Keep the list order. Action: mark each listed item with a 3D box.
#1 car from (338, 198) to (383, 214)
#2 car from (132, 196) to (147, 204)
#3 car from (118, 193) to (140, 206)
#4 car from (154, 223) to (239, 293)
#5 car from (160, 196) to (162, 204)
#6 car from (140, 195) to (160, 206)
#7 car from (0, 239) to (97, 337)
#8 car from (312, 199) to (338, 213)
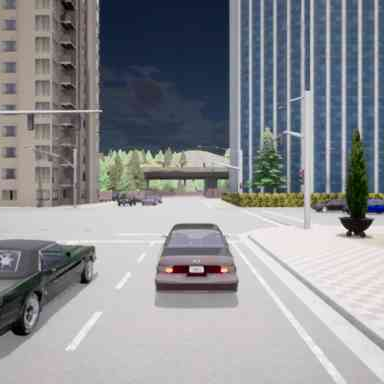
[{"bbox_3d":[17.632,1.467,33.032,5.008,1.535,1.882,0,0,0],"label":"car"},{"bbox_3d":[-10.368,1.527,65.812,2.033,1.411,5.357,0,0,1],"label":"car"},{"bbox_3d":[-10.460,1.205,53.882,2.150,2.045,5.566,0,0,0],"label":"car"},{"bbox_3d":[0.097,1.545,8.962,2.033,1.411,5.357,0,0,0],"label":"car"},{"bbox_3d":[-6.891,1.333,63.753,2.097,1.767,4.553,0,0,1],"label":"car"},{"bbox_3d":[-6.953,1.335,54.847,2.097,1.767,4.553,0,0,0],"label":"car"},{"bbox_3d":[-3.422,1.599,6.626,1.895,1.301,4.718,0,0,1],"label":"car"},{"bbox_3d":[15.682,1.493,36.517,4.892,1.490,1.837,0,0,0],"label":"car"}]
